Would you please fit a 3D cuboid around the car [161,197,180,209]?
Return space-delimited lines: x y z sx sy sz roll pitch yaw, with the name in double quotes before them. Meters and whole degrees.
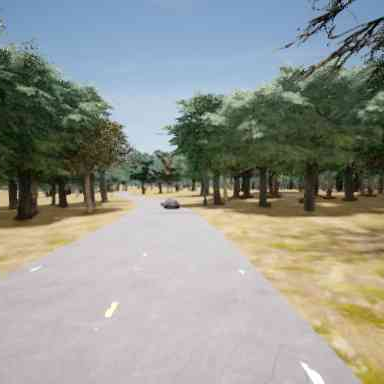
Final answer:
"car" -2.722 1.517 44.320 1.994 1.385 4.181 0 0 -8
